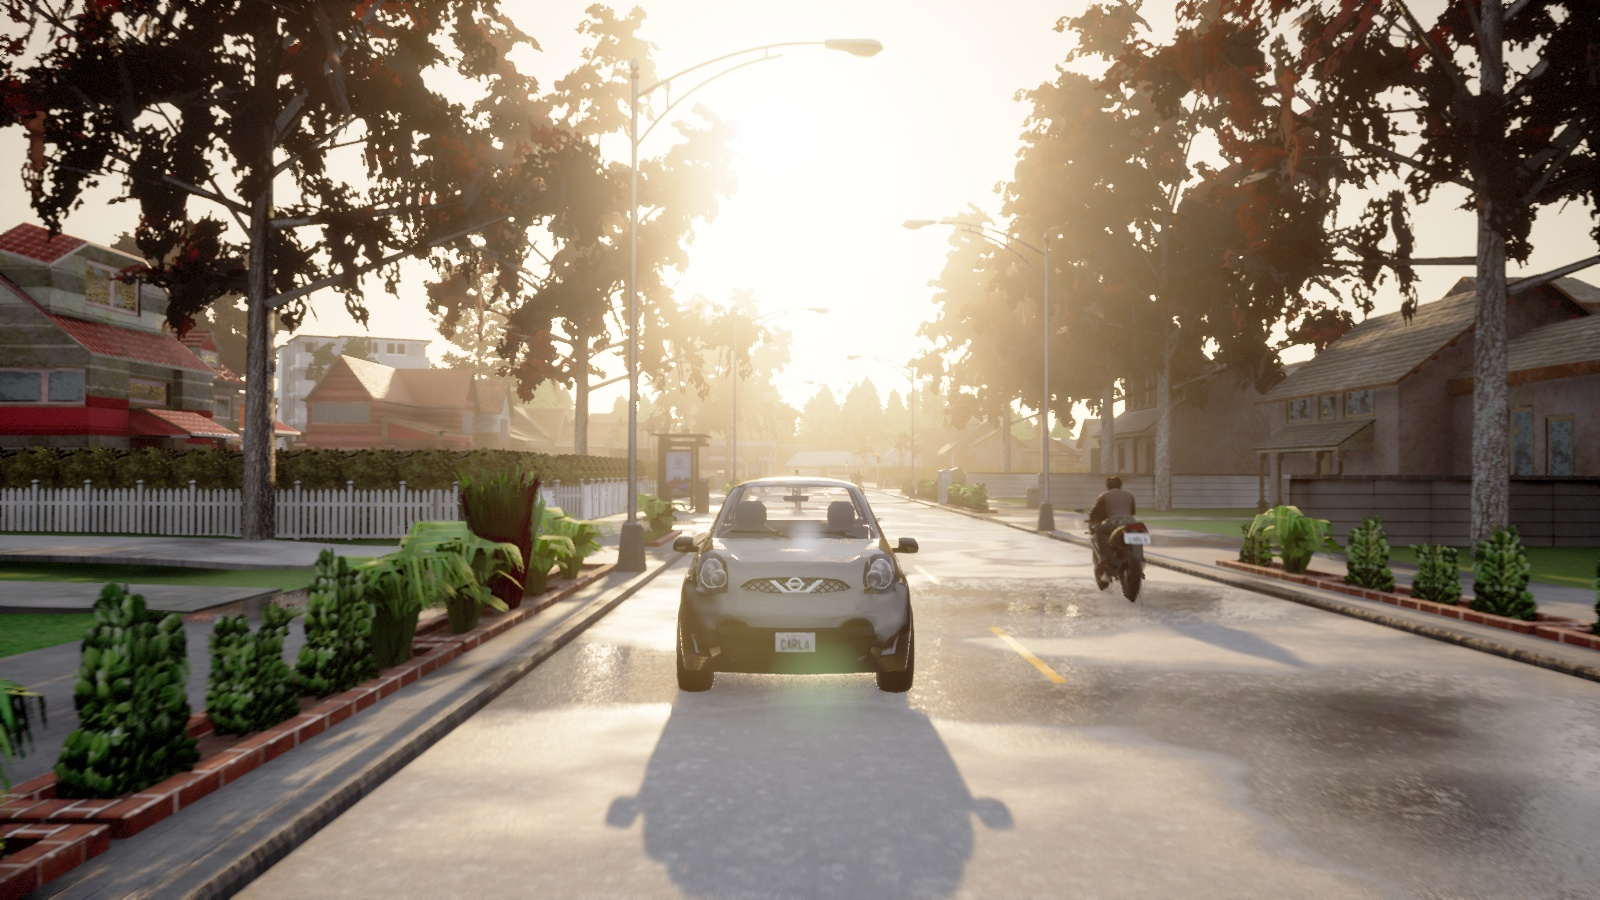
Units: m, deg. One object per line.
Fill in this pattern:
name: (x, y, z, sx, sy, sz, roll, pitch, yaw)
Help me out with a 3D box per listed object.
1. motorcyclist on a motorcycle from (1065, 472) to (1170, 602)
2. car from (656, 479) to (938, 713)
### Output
motorcyclist on a motorcycle: (3.961, 1.046, 15.853, 0.797, 1.523, 2.044, 0, -1, 0)
car: (-0.025, 0.997, 10.052, 1.845, 1.501, 3.633, 0, -1, 0)
